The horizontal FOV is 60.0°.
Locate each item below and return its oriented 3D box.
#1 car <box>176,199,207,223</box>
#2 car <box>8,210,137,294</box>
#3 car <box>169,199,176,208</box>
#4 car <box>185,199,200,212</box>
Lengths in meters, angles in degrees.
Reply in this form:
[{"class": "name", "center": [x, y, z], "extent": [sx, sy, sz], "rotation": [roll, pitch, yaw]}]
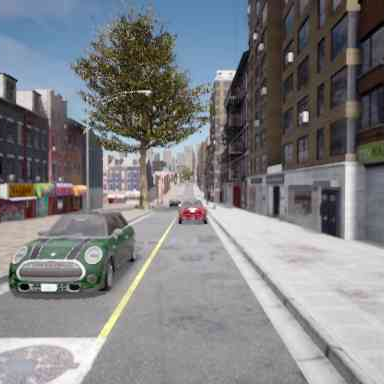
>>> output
[{"class": "car", "center": [0.050, 1.395, 25.971], "extent": [2.097, 1.767, 4.553], "rotation": [0, 0, 0]}, {"class": "car", "center": [-2.864, 1.342, 8.969], "extent": [2.097, 1.767, 4.553], "rotation": [0, 0, 1]}, {"class": "car", "center": [-2.873, 1.895, 56.455], "extent": [2.033, 1.411, 5.357], "rotation": [0, -1, 0]}, {"class": "car", "center": [0.021, 1.699, 43.306], "extent": [1.837, 1.490, 4.892], "rotation": [0, -1, 0]}]
